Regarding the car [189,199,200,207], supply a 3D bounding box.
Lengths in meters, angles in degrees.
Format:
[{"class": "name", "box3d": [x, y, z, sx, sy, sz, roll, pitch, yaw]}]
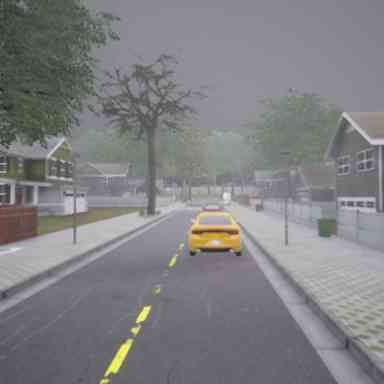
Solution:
[{"class": "car", "box3d": [0.495, 1.899, 57.031, 1.895, 1.301, 4.718, 0, 0, 4]}]

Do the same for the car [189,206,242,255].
[{"class": "car", "box3d": [0.941, 1.556, 13.682, 1.882, 1.535, 5.008, 0, 0, 4]}]

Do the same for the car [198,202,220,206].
[{"class": "car", "box3d": [1.747, 1.686, 28.166, 1.812, 1.442, 4.674, 0, 0, 4]}]

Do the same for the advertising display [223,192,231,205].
[{"class": "advertising display", "box3d": [6.625, 1.308, 62.795, 1.540, 2.440, 0.280, -1, -1, 3]}]
